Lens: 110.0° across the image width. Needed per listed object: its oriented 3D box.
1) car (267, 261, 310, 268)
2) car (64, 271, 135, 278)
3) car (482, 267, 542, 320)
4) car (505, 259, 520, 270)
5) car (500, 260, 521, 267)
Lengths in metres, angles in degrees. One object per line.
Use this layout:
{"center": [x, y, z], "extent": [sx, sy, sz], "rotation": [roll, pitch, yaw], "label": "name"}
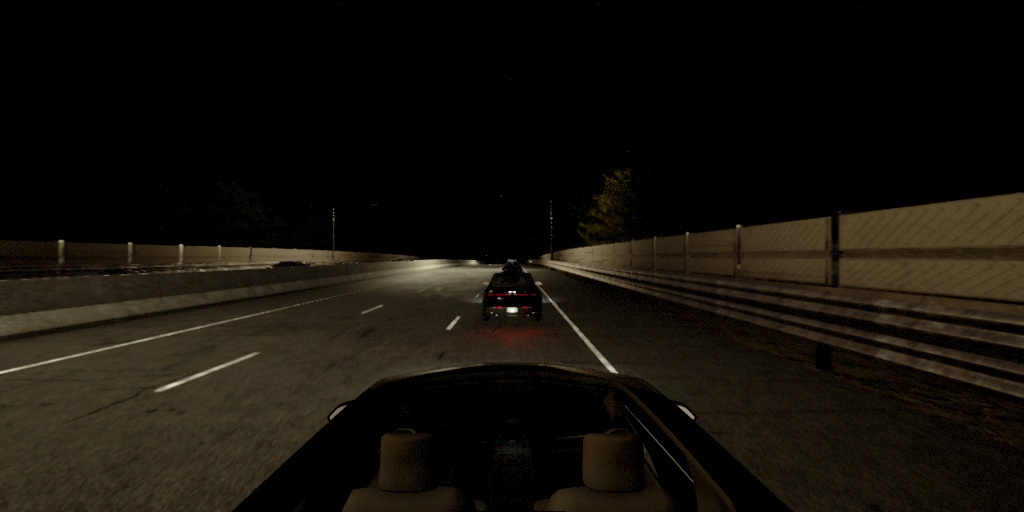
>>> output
{"center": [-21.022, 1.231, 33.667], "extent": [1.882, 1.535, 5.008], "rotation": [0, 0, 1], "label": "car"}
{"center": [-17.587, 1.317, 15.220], "extent": [1.994, 1.385, 4.181], "rotation": [0, 0, 0], "label": "car"}
{"center": [0.008, 1.303, 12.590], "extent": [1.837, 1.490, 4.892], "rotation": [0, 0, 0], "label": "car"}
{"center": [0.039, 1.257, 52.549], "extent": [2.128, 1.511, 4.902], "rotation": [0, 0, 0], "label": "car"}
{"center": [0.027, 1.360, 36.155], "extent": [1.895, 1.301, 4.718], "rotation": [0, 0, 0], "label": "car"}
